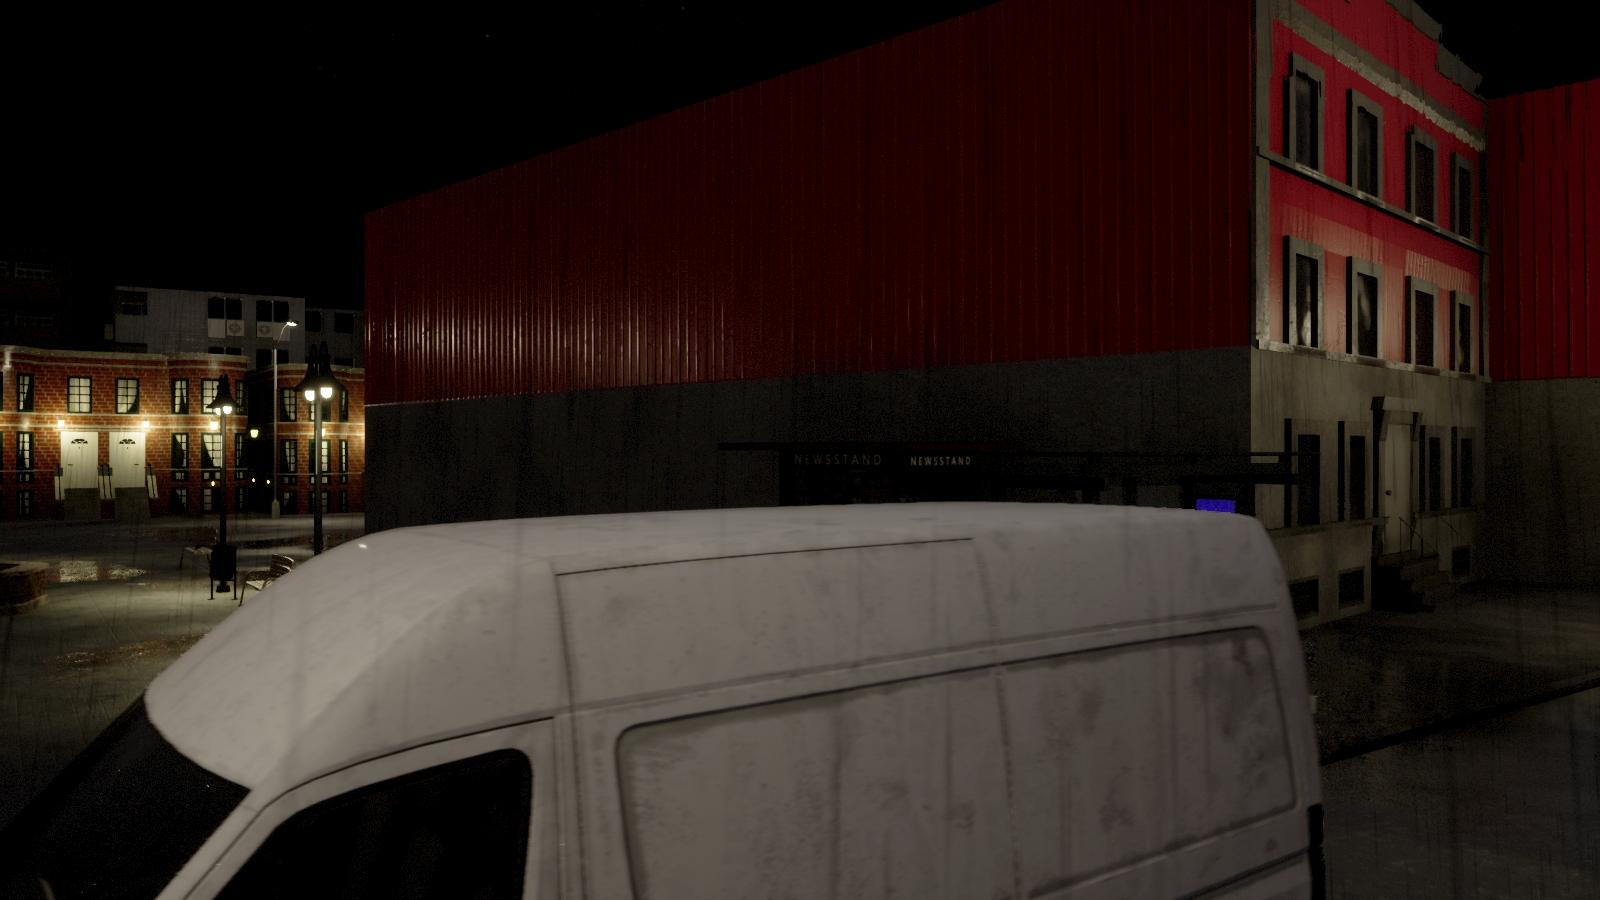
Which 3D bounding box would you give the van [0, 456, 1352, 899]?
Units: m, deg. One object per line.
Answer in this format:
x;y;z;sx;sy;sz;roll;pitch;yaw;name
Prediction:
-0.645;1.315;3.964;5.915;2.561;1.988;0;0;-35;van
